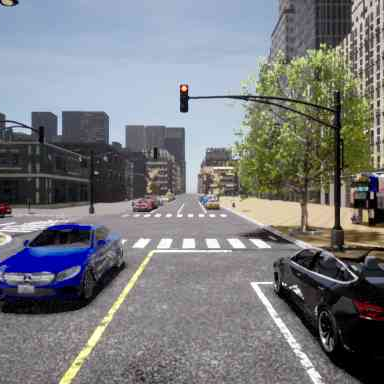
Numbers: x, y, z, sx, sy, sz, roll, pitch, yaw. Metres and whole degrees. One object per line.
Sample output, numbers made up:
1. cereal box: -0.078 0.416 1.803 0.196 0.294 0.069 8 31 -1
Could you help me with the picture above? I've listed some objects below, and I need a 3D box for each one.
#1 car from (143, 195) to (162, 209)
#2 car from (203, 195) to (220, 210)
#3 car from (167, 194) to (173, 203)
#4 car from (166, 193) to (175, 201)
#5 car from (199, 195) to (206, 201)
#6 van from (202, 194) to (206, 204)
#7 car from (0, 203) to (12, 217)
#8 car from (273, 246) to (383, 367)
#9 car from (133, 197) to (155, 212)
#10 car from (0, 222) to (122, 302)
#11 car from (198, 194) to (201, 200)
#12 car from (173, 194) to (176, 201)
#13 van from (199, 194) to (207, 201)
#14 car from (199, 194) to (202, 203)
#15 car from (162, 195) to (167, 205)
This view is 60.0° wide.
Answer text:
1. car: -5.662 1.318 43.820 2.192 1.841 5.009 0 0 0
2. car: 2.717 1.528 43.988 1.752 1.417 4.829 0 0 0
3. car: -5.649 1.532 71.406 1.752 1.417 4.829 0 0 0
4. car: -5.640 1.324 88.229 2.192 1.841 5.009 0 0 0
5. car: 2.740 1.534 88.397 1.752 1.417 4.829 0 0 0
6. van: 2.721 1.345 49.370 1.690 1.788 3.998 0 0 0
7. car: -17.254 1.371 27.278 4.507 1.381 1.887 1 -1 -1
8. car: 2.698 1.566 5.789 1.947 1.339 4.313 0 0 0
9. car: -5.666 1.584 38.269 1.802 1.307 4.206 0 0 0
10. car: -3.020 1.526 8.404 1.812 1.442 4.674 0 0 0
11. car: 2.731 1.572 71.574 1.947 1.339 4.313 0 0 0
12. car: -5.644 1.559 82.678 2.008 1.369 4.403 0 0 0
13. van: 2.738 1.349 82.676 1.690 1.788 3.998 0 0 0
14. car: 2.725 1.556 60.472 2.008 1.369 4.403 0 0 0
15. car: -5.658 1.555 54.923 2.008 1.369 4.403 0 0 0
